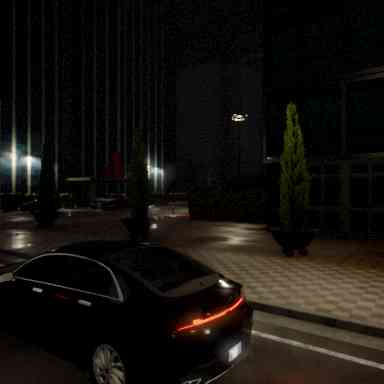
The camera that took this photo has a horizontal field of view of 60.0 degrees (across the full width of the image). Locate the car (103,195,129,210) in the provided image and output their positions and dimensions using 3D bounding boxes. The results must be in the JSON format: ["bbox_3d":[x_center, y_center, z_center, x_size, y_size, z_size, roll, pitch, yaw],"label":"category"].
[{"bbox_3d":[-8.696,1.525,42.960,1.812,1.442,4.674,0,0,35],"label":"car"}]

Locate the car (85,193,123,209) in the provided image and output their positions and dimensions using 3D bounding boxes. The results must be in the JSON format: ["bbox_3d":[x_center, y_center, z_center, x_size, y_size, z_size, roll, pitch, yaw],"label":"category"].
[{"bbox_3d":[-11.363,1.221,45.597,2.150,2.045,5.566,0,0,35],"label":"car"}]

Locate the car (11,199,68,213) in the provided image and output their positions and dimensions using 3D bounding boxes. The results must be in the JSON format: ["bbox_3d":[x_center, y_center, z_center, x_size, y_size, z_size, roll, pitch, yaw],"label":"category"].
[{"bbox_3d":[-17.080,1.491,37.459,2.128,1.511,4.902,0,0,35],"label":"car"}]

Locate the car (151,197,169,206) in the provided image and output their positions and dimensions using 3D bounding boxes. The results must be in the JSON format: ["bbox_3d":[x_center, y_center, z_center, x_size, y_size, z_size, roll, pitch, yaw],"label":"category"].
[{"bbox_3d":[-5.562,1.564,53.835,1.994,1.385,4.181,0,0,35],"label":"car"}]

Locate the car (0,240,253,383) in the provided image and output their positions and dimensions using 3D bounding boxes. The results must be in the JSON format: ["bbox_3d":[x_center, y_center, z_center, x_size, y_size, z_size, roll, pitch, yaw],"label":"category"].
[{"bbox_3d":[-1.496,1.505,5.070,4.892,1.490,1.837,0,0,36],"label":"car"}]

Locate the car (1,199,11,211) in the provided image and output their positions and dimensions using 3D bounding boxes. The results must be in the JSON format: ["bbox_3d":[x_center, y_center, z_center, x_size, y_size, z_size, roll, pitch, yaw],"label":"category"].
[{"bbox_3d":[-21.028,1.547,37.921,2.033,1.411,5.357,0,0,35],"label":"car"}]

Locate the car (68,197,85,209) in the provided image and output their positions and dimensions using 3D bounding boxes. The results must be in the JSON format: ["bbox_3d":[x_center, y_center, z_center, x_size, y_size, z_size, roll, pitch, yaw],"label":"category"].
[{"bbox_3d":[-15.381,1.505,45.966,1.837,1.490,4.892,0,0,35],"label":"car"}]
